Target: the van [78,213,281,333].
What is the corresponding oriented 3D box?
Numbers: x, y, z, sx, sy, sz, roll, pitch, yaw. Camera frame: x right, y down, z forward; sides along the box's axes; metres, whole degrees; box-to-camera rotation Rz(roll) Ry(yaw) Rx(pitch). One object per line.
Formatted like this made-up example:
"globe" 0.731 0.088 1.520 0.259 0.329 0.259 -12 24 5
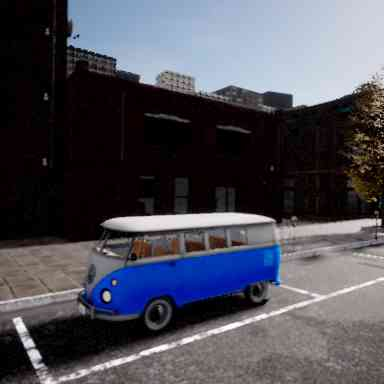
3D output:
"van" -0.028 1.343 6.515 3.998 1.788 1.690 0 1 -35
